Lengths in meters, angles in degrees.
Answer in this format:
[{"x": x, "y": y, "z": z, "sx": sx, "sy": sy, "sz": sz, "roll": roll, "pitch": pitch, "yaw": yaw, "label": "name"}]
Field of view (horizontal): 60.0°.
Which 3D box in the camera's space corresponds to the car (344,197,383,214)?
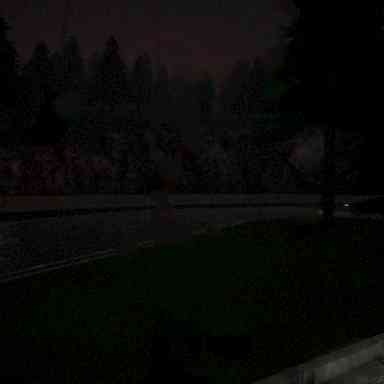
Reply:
[{"x": 15.603, "y": 1.158, "z": 28.207, "sx": 5.008, "sy": 1.535, "sz": 1.882, "roll": 1, "pitch": 1, "yaw": 31, "label": "car"}]
